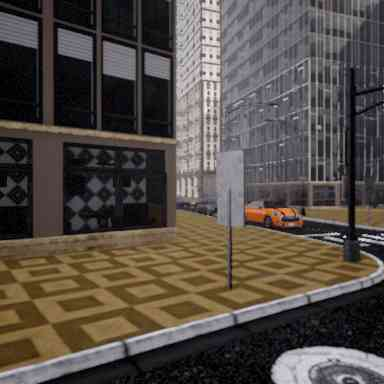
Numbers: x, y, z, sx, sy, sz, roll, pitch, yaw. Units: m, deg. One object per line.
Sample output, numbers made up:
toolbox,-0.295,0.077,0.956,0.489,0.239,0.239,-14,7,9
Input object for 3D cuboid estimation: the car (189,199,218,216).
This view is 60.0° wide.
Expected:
car,1.748,1.339,30.901,2.033,1.411,5.357,0,1,-18

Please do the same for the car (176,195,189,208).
car,-1.650,1.209,40.974,2.033,1.411,5.357,0,1,-18

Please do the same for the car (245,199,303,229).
car,5.001,1.268,21.248,2.097,1.767,4.553,0,1,-19

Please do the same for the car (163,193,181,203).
car,-3.395,1.006,55.321,1.812,1.442,4.674,0,1,-19
